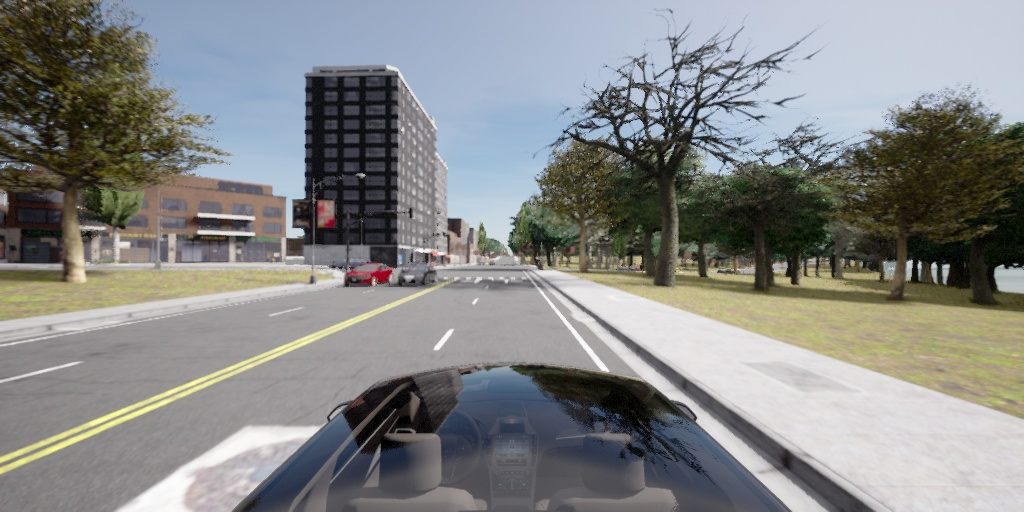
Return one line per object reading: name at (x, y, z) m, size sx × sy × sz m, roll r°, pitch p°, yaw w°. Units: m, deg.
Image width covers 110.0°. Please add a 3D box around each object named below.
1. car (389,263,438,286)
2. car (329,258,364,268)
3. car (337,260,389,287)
car at (-6.535, 1.259, 25.195) m, size 2.128 × 1.511 × 4.902 m, roll 0°, pitch 0°, yaw 1°
car at (-17.579, 0.892, 40.328) m, size 5.357 × 1.411 × 2.033 m, roll 3°, pitch -2°, yaw -43°
car at (-9.787, 1.244, 24.842) m, size 1.882 × 1.535 × 5.008 m, roll 0°, pitch 0°, yaw 1°
